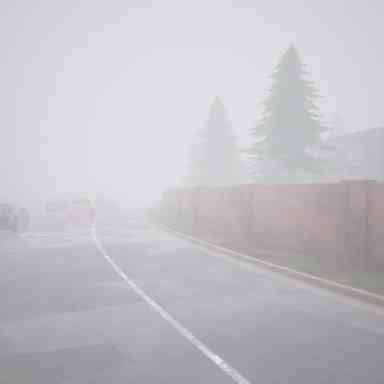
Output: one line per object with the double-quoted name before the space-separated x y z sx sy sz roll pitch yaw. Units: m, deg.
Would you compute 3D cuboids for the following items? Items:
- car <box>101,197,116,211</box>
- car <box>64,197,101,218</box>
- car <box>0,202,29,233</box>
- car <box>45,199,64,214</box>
"car" -10.912 1.345 41.526 2.097 1.767 4.553 0 0 -3
"car" -9.780 1.347 30.096 2.097 1.767 4.553 0 0 -10
"car" -10.933 1.350 19.317 2.097 1.767 4.553 0 0 -18
"car" -14.012 1.483 35.343 2.128 1.511 4.902 0 0 -6
